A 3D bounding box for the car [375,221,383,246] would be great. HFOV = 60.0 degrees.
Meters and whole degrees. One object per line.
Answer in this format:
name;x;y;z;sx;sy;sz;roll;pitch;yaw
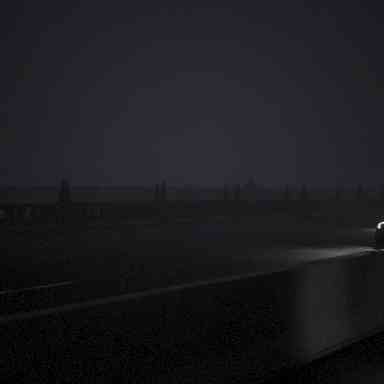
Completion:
car;9.462;1.312;13.179;4.553;1.767;2.097;0;0;-26
